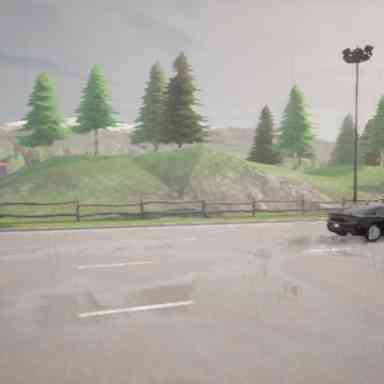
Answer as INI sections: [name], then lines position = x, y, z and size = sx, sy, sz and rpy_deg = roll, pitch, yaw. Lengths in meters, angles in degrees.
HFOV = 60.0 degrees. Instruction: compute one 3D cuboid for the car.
[car]
position = 8.382, 1.244, 14.728
size = 5.008, 1.535, 1.882
rpy_deg = 0, 1, -19
